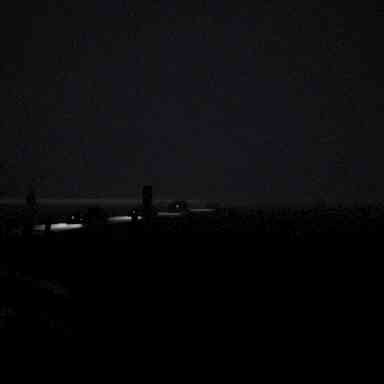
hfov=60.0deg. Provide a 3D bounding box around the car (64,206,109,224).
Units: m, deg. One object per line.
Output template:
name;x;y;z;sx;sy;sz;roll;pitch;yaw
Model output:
car;-8.710;1.853;27.846;1.994;1.385;4.181;-1;-1;17

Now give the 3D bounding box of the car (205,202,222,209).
car;3.932;2.467;61.525;1.895;1.301;4.718;-1;-1;23

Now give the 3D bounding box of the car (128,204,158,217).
car;-5.460;1.996;37.230;1.994;1.385;4.181;-1;-1;20

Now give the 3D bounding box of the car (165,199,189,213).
car;-2.022;1.936;46.618;2.097;1.767;4.553;-1;-1;21
